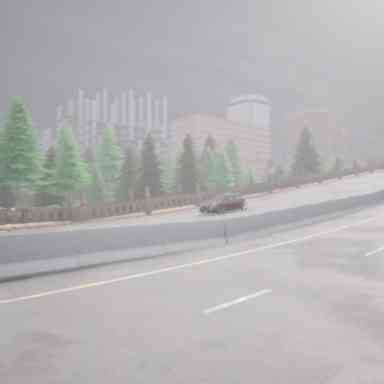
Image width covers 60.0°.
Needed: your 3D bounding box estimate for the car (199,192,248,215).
[{"bbox_3d":[2.759,0.935,29.241,4.553,1.767,2.097,-6,3,-39],"label":"car"}]
